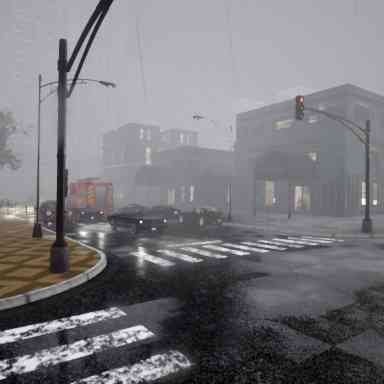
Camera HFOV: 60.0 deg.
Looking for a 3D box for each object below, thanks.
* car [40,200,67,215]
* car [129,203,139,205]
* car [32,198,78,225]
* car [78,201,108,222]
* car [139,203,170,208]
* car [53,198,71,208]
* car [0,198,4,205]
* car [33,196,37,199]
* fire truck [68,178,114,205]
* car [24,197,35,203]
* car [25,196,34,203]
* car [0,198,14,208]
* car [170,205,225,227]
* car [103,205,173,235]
[{"bbox_3d":[-15.466,1.659,37.025,1.837,1.490,4.892,1,-1,-35],"label":"car"},{"bbox_3d":[-5.654,1.783,33.235,1.802,1.307,4.206,1,-1,-35],"label":"car"},{"bbox_3d":[-10.228,1.492,24.680,1.967,1.590,4.097,1,-1,-35],"label":"car"},{"bbox_3d":[-8.989,1.702,27.668,1.895,1.301,4.718,1,-1,-35],"label":"car"},{"bbox_3d":[-2.528,1.741,28.734,1.947,1.339,4.313,1,-1,-35],"label":"car"},{"bbox_3d":[-22.230,1.778,56.893,1.967,1.590,4.097,1,-1,-35],"label":"car"},{"bbox_3d":[-38.608,1.860,65.793,1.947,1.339,4.313,1,-1,-35],"label":"car"},{"bbox_3d":[-31.822,1.944,70.712,1.752,1.417,4.829,1,-1,-35],"label":"car"},{"bbox_3d":[-11.507,0.532,36.780,2.891,3.827,8.468,1,-1,-35],"label":"fire truck"},{"bbox_3d":[-41.222,2.051,84.253,2.008,1.369,4.403,1,-1,-35],"label":"car"},{"bbox_3d":[-38.055,1.788,79.695,2.192,1.841,5.009,1,-1,-35],"label":"car"},{"bbox_3d":[-29.016,1.738,51.973,1.752,1.417,4.829,1,-1,-35],"label":"car"},{"bbox_3d":[0.597,1.700,24.230,2.008,1.369,4.403,1,-1,-35],"label":"car"},{"bbox_3d":[-3.270,1.655,19.424,1.895,1.301,4.718,1,-1,-35],"label":"car"}]
